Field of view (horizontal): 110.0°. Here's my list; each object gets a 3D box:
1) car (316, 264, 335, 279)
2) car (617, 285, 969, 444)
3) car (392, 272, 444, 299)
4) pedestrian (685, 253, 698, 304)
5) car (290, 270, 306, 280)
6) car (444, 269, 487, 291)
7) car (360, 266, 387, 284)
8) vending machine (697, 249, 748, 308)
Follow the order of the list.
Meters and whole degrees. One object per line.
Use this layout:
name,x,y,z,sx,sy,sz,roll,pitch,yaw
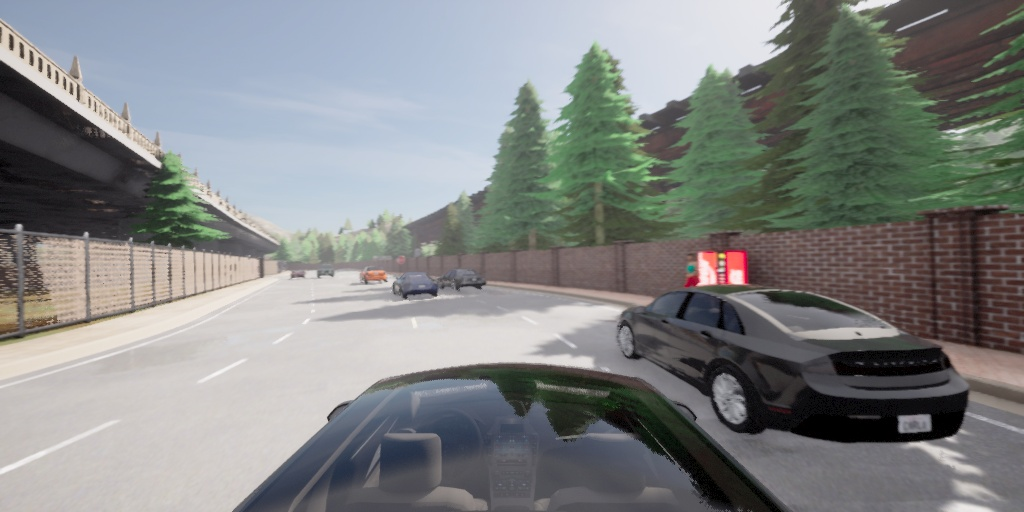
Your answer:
car,-27.738,2.265,53.383,2.150,2.045,5.566,-2,0,-29
car,3.176,1.182,5.423,1.837,1.490,4.892,-1,0,-5
car,-5.717,1.631,20.950,1.994,1.385,4.181,-2,0,-27
pedestrian,5.974,0.777,11.891,0.375,1.860,0.375,-2,0,-14
car,-30.780,2.726,51.672,1.895,1.301,4.718,-2,0,-29
car,-3.523,1.571,24.513,2.033,1.411,5.357,-2,0,-29
car,-14.111,1.792,36.358,2.097,1.767,4.553,-2,0,-29
vending machine,6.493,0.809,11.006,1.100,2.100,0.880,0,0,-13
